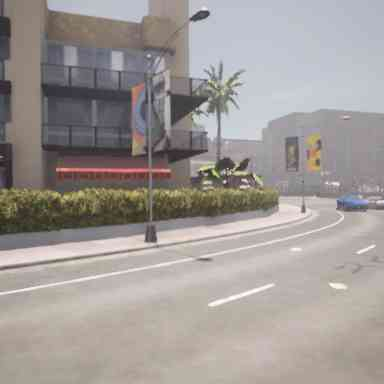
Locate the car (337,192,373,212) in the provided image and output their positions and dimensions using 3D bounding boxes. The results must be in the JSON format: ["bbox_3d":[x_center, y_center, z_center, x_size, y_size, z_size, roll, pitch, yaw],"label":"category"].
[{"bbox_3d":[15.491,1.085,32.347,1.882,1.535,5.008,0,0,11],"label":"car"}]

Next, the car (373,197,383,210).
[{"bbox_3d":[19.400,1.154,34.222,1.895,1.301,4.718,-1,0,8],"label":"car"}]
